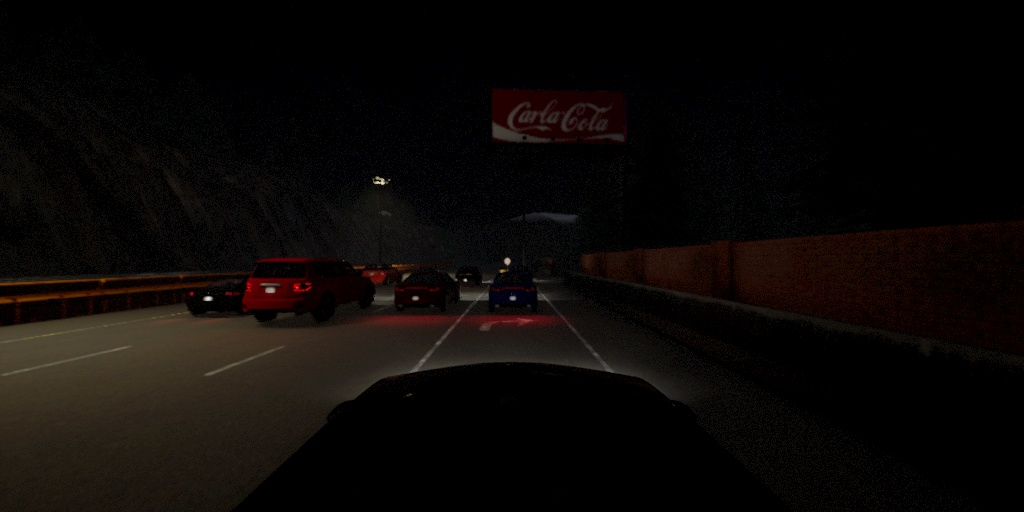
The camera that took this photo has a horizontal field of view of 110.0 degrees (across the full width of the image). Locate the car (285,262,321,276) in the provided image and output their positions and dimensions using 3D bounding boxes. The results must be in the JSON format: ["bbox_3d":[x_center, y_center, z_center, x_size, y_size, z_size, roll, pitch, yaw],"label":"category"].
[{"bbox_3d":[-28.037,1.643,48.228,2.097,1.767,4.553,0,-1,1],"label":"car"}]

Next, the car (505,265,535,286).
[{"bbox_3d":[0.775,1.561,30.301,1.882,1.535,5.008,0,0,10],"label":"car"}]

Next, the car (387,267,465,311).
[{"bbox_3d":[-3.448,1.386,15.352,1.882,1.535,5.008,0,0,0],"label":"car"}]

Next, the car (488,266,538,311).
[{"bbox_3d":[0.053,1.387,15.379,1.882,1.535,5.008,0,0,0],"label":"car"}]

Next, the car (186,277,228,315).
[{"bbox_3d":[-10.453,1.462,14.362,1.994,1.385,4.181,0,-1,0],"label":"car"}]

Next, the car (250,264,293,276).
[{"bbox_3d":[-31.499,1.826,47.168,2.033,1.411,5.357,0,-1,0],"label":"car"}]

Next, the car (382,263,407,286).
[{"bbox_3d":[-10.474,1.420,29.085,2.097,1.767,4.553,0,-1,0],"label":"car"}]

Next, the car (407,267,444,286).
[{"bbox_3d":[-6.971,1.638,29.478,1.994,1.385,4.181,0,-1,0],"label":"car"}]

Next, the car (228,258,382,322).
[{"bbox_3d":[-6.964,1.105,13.050,2.150,2.045,5.566,0,0,0],"label":"car"}]

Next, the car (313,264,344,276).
[{"bbox_3d":[-24.547,1.854,48.118,1.994,1.385,4.181,0,-1,1],"label":"car"}]

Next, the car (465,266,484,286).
[{"bbox_3d":[-3.473,1.576,29.215,1.837,1.490,4.892,0,0,0],"label":"car"}]
